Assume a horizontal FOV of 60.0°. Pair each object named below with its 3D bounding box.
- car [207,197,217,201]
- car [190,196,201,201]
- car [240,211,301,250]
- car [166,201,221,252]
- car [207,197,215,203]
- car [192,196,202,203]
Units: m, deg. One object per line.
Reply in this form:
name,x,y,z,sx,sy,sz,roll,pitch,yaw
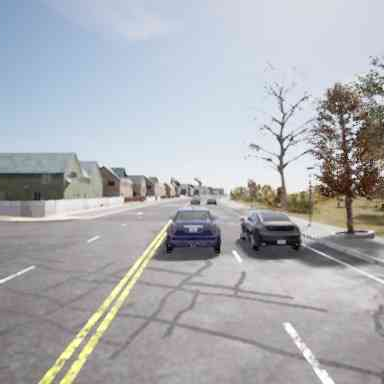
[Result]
car,4.023,1.868,67.066,1.994,1.385,4.181,0,0,3
car,0.693,1.795,65.544,2.128,1.511,4.902,0,0,3
car,3.317,1.582,14.683,1.837,1.490,4.892,0,0,0
car,0.065,1.424,14.309,2.097,1.767,4.553,0,0,0
car,4.400,1.790,77.023,1.895,1.301,4.718,0,0,3
car,1.153,1.739,77.153,2.033,1.411,5.357,0,0,3
